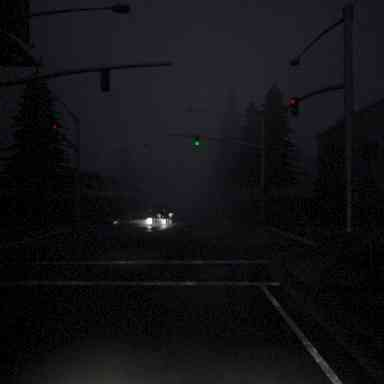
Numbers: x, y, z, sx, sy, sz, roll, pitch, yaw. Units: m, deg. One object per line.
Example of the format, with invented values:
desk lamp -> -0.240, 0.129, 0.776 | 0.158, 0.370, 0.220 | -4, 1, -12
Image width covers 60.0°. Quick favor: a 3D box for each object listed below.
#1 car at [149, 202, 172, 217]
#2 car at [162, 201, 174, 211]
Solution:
car -> -3.601, 2.030, 36.594 | 1.895, 1.301, 4.718 | 0, -1, 0
car -> -3.584, 2.052, 46.719 | 1.837, 1.490, 4.892 | 0, -1, 0
